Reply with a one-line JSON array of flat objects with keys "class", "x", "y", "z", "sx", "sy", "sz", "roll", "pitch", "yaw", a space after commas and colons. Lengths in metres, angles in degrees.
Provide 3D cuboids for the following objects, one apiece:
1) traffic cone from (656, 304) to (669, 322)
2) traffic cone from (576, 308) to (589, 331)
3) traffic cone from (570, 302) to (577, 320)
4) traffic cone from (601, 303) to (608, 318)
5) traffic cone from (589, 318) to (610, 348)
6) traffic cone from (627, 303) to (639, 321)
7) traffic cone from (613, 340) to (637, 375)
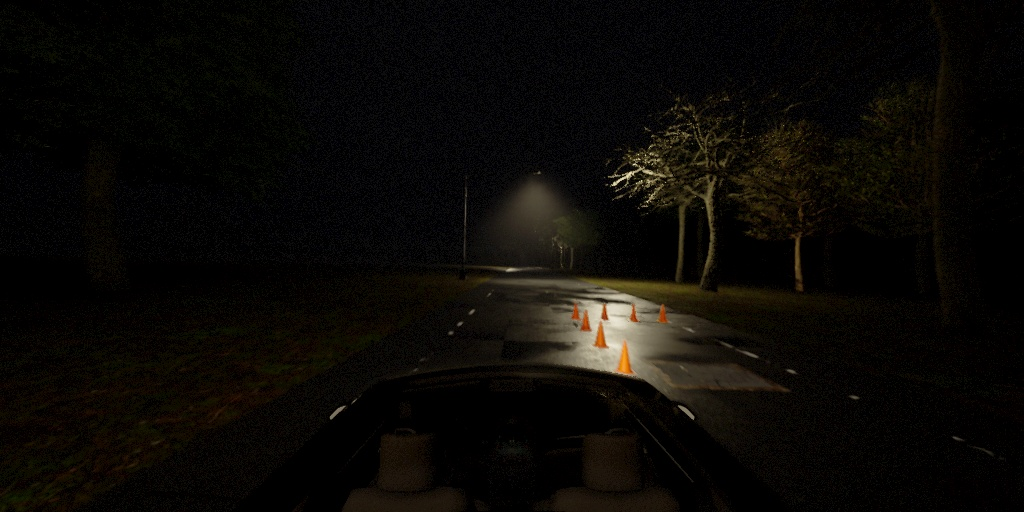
[{"class": "traffic cone", "x": 5.209, "y": 1.965, "z": 12.406, "sx": 0.340, "sy": 0.580, "sz": 0.340, "roll": 0, "pitch": 0, "yaw": 2}, {"class": "traffic cone", "x": 2.154, "y": 1.869, "z": 10.496, "sx": 0.340, "sy": 0.580, "sz": 0.340, "roll": 0, "pitch": 0, "yaw": 2}, {"class": "traffic cone", "x": 2.212, "y": 1.897, "z": 12.495, "sx": 0.340, "sy": 0.580, "sz": 0.340, "roll": 0, "pitch": 0, "yaw": 2}, {"class": "traffic cone", "x": 3.211, "y": 1.920, "z": 12.465, "sx": 0.340, "sy": 0.580, "sz": 0.340, "roll": 0, "pitch": 0, "yaw": 2}, {"class": "traffic cone", "x": 2.096, "y": 1.842, "z": 8.497, "sx": 0.340, "sy": 0.580, "sz": 0.340, "roll": 0, "pitch": 0, "yaw": 2}, {"class": "traffic cone", "x": 4.210, "y": 1.942, "z": 12.436, "sx": 0.340, "sy": 0.580, "sz": 0.340, "roll": 0, "pitch": 0, "yaw": 2}, {"class": "traffic cone", "x": 2.037, "y": 1.814, "z": 6.498, "sx": 0.340, "sy": 0.580, "sz": 0.340, "roll": 0, "pitch": 0, "yaw": 2}]
